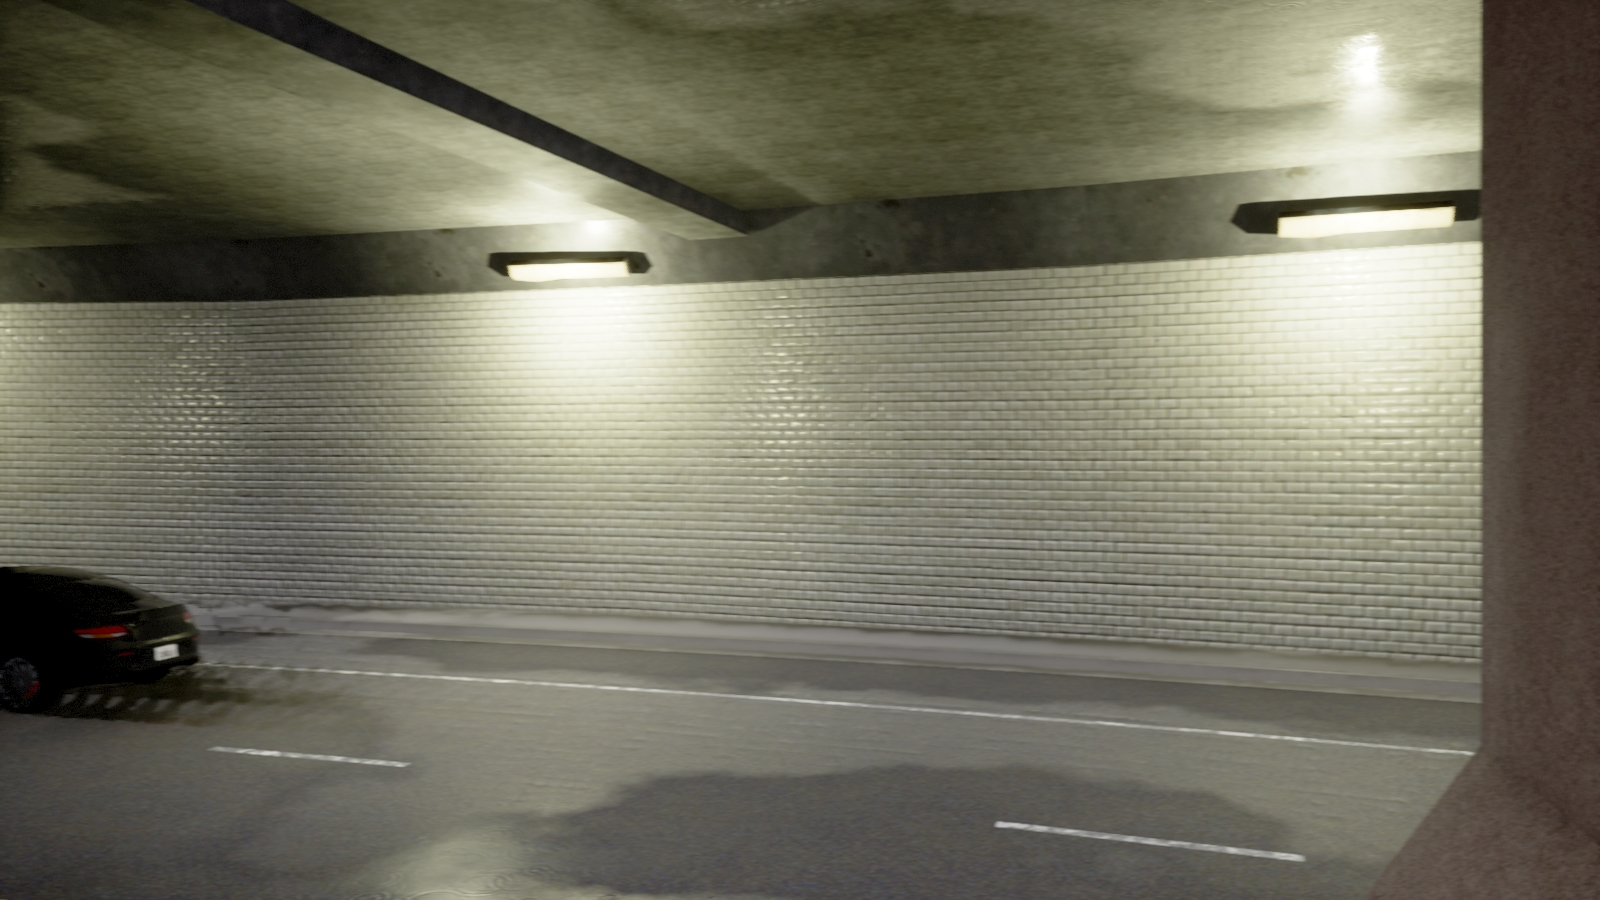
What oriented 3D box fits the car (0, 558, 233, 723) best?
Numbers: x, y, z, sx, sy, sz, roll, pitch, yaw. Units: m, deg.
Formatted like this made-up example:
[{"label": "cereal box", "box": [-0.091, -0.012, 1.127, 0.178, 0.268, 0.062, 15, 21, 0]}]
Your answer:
[{"label": "car", "box": [-9.278, 2.079, 13.209, 4.674, 1.442, 2.002, 0, 0, 13]}]
